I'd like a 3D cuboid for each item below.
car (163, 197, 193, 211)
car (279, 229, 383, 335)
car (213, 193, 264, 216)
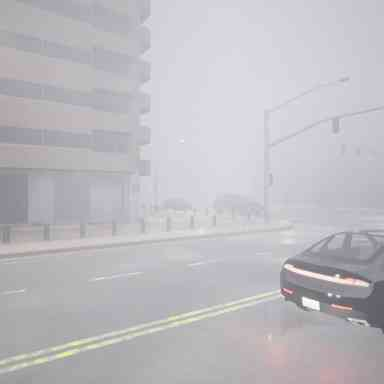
[{"bbox_3d":[-1.770,1.422,41.008,1.882,1.535,5.008,0,0,-35],"label":"car"},{"bbox_3d":[3.813,1.492,6.463,4.902,1.511,2.128,0,0,-35],"label":"car"},{"bbox_3d":[4.351,1.166,32.252,2.150,2.045,5.566,0,0,-35],"label":"car"}]
